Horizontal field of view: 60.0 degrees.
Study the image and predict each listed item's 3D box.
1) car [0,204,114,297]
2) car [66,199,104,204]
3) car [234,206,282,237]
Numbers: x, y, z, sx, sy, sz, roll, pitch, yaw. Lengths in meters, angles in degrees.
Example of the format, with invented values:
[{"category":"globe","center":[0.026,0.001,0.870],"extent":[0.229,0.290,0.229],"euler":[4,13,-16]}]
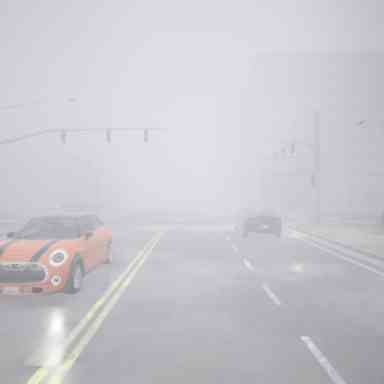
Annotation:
[{"category":"car","center":[-3.569,1.367,8.835],"extent":[2.097,1.767,4.553],"euler":[0,0,0]},{"category":"car","center":[-12.297,1.538,37.369],"extent":[5.008,1.535,1.882],"euler":[0,0,17]},{"category":"car","center":[3.497,1.507,18.281],"extent":[1.882,1.535,5.008],"euler":[0,0,0]}]
